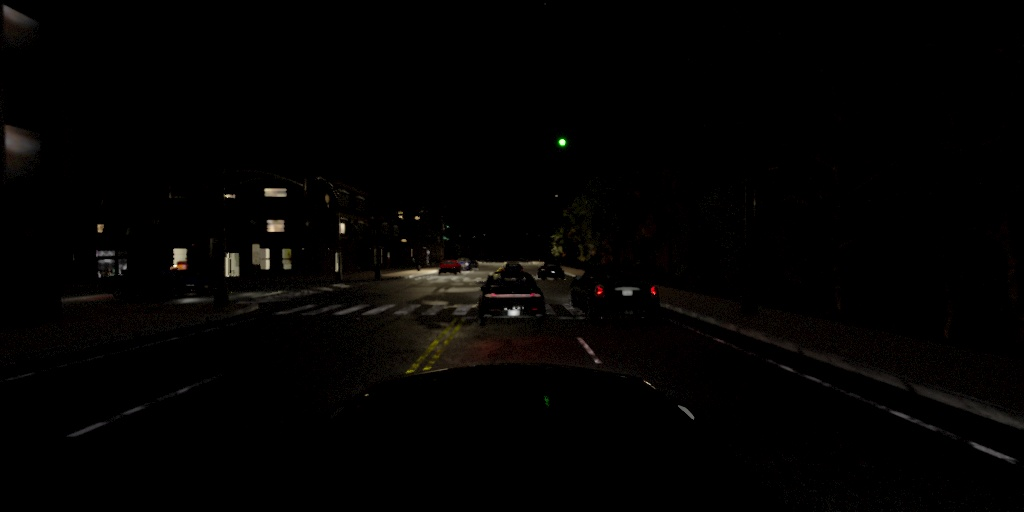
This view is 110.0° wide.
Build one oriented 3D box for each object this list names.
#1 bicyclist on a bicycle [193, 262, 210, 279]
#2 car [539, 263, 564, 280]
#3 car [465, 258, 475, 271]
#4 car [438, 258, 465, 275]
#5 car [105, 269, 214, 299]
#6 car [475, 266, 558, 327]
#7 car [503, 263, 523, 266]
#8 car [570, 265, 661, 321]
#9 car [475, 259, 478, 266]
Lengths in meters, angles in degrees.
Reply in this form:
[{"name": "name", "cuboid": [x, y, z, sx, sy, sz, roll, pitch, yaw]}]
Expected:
[{"name": "bicyclist on a bicycle", "cuboid": [-24.971, 1.308, 28.824, 0.582, 1.620, 1.656, -1, 1, -1]}, {"name": "car", "cuboid": [3.333, 1.275, 31.196, 1.994, 1.385, 4.181, 0, 0, 0]}, {"name": "car", "cuboid": [-6.646, 1.043, 48.420, 2.097, 1.767, 4.553, 0, 0, 0]}, {"name": "car", "cuboid": [-6.631, 1.180, 38.624, 1.882, 1.535, 5.008, 0, 0, 0]}, {"name": "car", "cuboid": [-19.732, 1.502, 20.206, 5.008, 1.535, 1.882, -1, 1, 0]}, {"name": "car", "cuboid": [-0.123, 1.228, 11.538, 2.128, 1.511, 4.902, 0, 0, -4]}, {"name": "car", "cuboid": [0.083, 1.275, 31.170, 1.994, 1.385, 4.181, 0, 0, 0]}, {"name": "car", "cuboid": [3.350, 1.087, 12.518, 2.097, 1.767, 4.553, 0, 0, 0]}, {"name": "car", "cuboid": [-6.604, 1.226, 59.048, 2.033, 1.411, 5.357, 0, 0, 0]}]
